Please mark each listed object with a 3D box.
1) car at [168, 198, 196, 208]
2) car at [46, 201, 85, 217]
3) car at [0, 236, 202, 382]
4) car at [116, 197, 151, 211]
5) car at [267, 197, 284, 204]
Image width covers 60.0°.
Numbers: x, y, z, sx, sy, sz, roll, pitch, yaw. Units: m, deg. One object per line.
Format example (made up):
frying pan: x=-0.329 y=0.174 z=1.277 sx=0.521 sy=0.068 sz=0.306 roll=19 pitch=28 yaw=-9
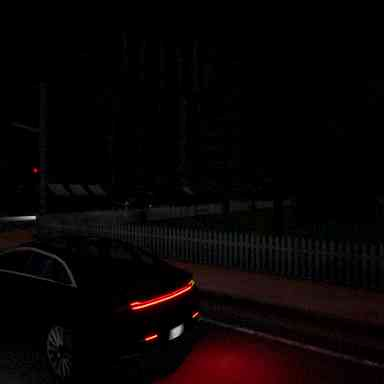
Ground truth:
car: x=-1.432 y=1.599 z=48.131 sx=1.895 sy=1.301 sz=4.718 roll=0 pitch=0 yaw=34
car: x=-12.409 y=1.563 z=31.888 sx=1.994 sy=1.385 sz=4.181 roll=0 pitch=0 yaw=34
car: x=-2.153 y=1.491 z=5.477 sx=4.902 sy=1.511 sz=2.128 roll=0 pitch=0 yaw=36
car: x=-6.991 y=1.351 z=39.911 sx=2.097 sy=1.767 sz=4.553 roll=0 pitch=0 yaw=34
car: x=15.180 y=1.546 z=59.910 sx=2.033 sy=1.411 sz=5.357 roll=0 pitch=0 yaw=34
